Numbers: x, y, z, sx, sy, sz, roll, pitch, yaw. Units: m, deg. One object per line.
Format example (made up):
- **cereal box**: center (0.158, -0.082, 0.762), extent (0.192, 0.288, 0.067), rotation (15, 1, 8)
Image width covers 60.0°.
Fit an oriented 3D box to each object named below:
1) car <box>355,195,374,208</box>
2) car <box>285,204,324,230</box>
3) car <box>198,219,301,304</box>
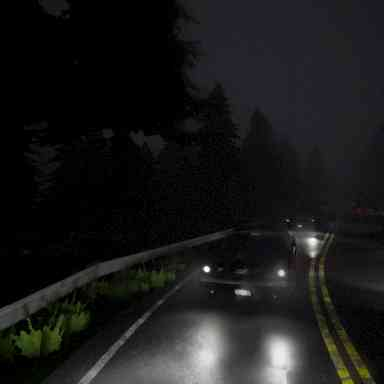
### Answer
- **car**: center (20.858, 1.059, 40.154), extent (2.128, 1.511, 4.902), rotation (-2, 0, 28)
- **car**: center (7.064, 1.455, 20.592), extent (2.033, 1.411, 5.357), rotation (-2, 0, 26)
- **car**: center (1.654, 1.599, 8.439), extent (1.895, 1.301, 4.718), rotation (-1, 0, 18)
